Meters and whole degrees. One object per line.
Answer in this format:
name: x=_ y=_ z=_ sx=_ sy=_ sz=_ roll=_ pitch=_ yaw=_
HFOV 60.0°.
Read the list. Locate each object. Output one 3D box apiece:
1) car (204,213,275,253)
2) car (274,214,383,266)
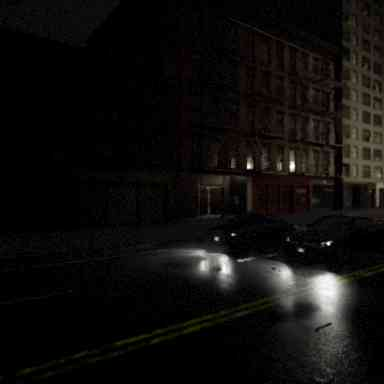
car: x=2.519 y=1.567 z=13.720 sx=4.181 sy=1.385 sz=1.994 roll=0 pitch=0 yaw=-37
car: x=5.231 y=1.513 z=11.691 sx=4.674 sy=1.442 sz=1.812 roll=0 pitch=0 yaw=-37
